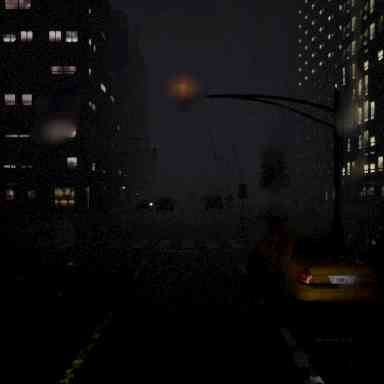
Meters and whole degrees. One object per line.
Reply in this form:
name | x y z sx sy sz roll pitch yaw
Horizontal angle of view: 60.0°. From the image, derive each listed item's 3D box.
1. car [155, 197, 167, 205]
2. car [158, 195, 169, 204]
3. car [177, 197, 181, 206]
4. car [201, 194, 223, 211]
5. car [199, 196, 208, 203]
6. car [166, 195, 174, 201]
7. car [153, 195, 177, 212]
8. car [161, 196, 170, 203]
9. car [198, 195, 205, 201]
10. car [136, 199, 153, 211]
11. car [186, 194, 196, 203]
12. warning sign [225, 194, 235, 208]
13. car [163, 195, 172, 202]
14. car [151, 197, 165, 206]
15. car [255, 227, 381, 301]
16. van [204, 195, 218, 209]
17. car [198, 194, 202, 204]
car | -5.809 1.592 62.567 1.887 1.381 4.507 0 0 0
car | -5.820 1.497 68.095 1.967 1.590 4.097 0 0 0
car | -3.187 1.631 51.828 1.895 1.301 4.718 0 0 0
car | 2.611 1.332 40.477 2.192 1.841 5.009 0 0 0
car | 2.551 1.612 73.637 1.887 1.381 4.507 0 0 0
car | -5.859 1.625 90.031 1.752 1.417 4.829 0 0 0
car | -3.172 1.495 39.887 1.882 1.535 5.008 0 0 0
car | -5.829 1.649 73.621 1.802 1.307 4.206 0 0 0
car | 2.520 1.626 90.386 1.752 1.417 4.829 0 0 0
car | -5.767 1.568 40.461 2.008 1.369 4.403 0 0 0
car | -0.128 1.607 69.248 2.033 1.411 5.357 0 0 0
warning sign | 4.992 1.136 43.738 1.300 1.860 1.060 0 0 0
car | -5.840 1.517 79.148 1.967 1.590 4.097 0 0 0
car | -5.799 1.589 57.041 2.008 1.369 4.403 0 0 0
car | 2.672 1.526 8.234 1.752 1.417 4.829 0 0 0
van | 2.601 1.364 46.003 1.690 1.788 3.998 0 0 0
car | 2.570 1.362 62.583 2.192 1.841 5.009 0 0 0
